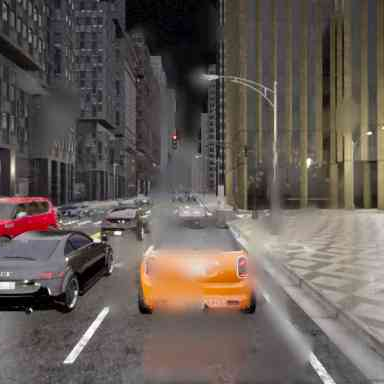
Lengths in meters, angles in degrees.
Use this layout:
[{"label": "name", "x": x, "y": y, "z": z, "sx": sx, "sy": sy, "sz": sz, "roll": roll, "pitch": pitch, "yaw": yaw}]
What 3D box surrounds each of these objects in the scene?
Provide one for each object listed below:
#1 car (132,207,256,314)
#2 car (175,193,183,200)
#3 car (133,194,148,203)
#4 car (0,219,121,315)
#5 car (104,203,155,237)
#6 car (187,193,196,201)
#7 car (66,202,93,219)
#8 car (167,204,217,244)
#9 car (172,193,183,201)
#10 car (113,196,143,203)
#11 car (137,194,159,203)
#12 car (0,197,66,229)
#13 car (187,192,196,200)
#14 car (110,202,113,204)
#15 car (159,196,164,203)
[{"label": "car", "x": 0.096, "y": 1.350, "z": 7.764, "sx": 2.097, "sy": 1.767, "sz": 4.553, "roll": 0, "pitch": 0, "yaw": 0}, {"label": "car", "x": -3.338, "y": 1.126, "z": 84.315, "sx": 1.837, "sy": 1.490, "sz": 4.892, "roll": 0, "pitch": 0, "yaw": 0}, {"label": "car", "x": -9.866, "y": 1.217, "z": 63.605, "sx": 2.097, "sy": 1.767, "sz": 4.553, "roll": 0, "pitch": 0, "yaw": 0}, {"label": "car", "x": -3.164, "y": 1.562, "z": 7.667, "sx": 1.994, "sy": 1.385, "sz": 4.181, "roll": 0, "pitch": 0, "yaw": 0}, {"label": "car", "x": -3.165, "y": 1.494, "z": 16.563, "sx": 1.837, "sy": 1.490, "sz": 4.892, "roll": 0, "pitch": 0, "yaw": 0}, {"label": "car", "x": -0.077, "y": 1.345, "z": 74.313, "sx": 1.812, "sy": 1.442, "sz": 4.674, "roll": 0, "pitch": 0, "yaw": 0}, {"label": "car", "x": -9.878, "y": 1.535, "z": 28.099, "sx": 1.994, "sy": 1.385, "sz": 4.181, "roll": 0, "pitch": 0, "yaw": 0}, {"label": "car", "x": 0.015, "y": 1.480, "z": 16.770, "sx": 2.128, "sy": 1.511, "sz": 4.902, "roll": 0, "pitch": 0, "yaw": 1}, {"label": "car", "x": -3.327, "y": 1.176, "z": 74.279, "sx": 2.097, "sy": 1.767, "sz": 4.553, "roll": 0, "pitch": 0, "yaw": 0}, {"label": "car", "x": -6.640, "y": 1.482, "z": 34.963, "sx": 1.812, "sy": 1.442, "sz": 4.674, "roll": 0, "pitch": 0, "yaw": 0}, {"label": "car", "x": -6.649, "y": 1.462, "z": 49.582, "sx": 2.033, "sy": 1.411, "sz": 5.357, "roll": 0, "pitch": 0, "yaw": 0}, {"label": "car", "x": -6.612, "y": 1.218, "z": 11.605, "sx": 2.150, "sy": 2.045, "sz": 5.566, "roll": 0, "pitch": 0, "yaw": 0}, {"label": "car", "x": -0.088, "y": 0.982, "z": 84.287, "sx": 2.097, "sy": 1.767, "sz": 4.553, "roll": 0, "pitch": 0, "yaw": 0}, {"label": "car", "x": -9.896, "y": 1.528, "z": 45.631, "sx": 1.895, "sy": 1.301, "sz": 4.718, "roll": 0, "pitch": 0, "yaw": 0}, {"label": "car", "x": -6.593, "y": 1.405, "z": 65.847, "sx": 2.033, "sy": 1.411, "sz": 5.357, "roll": 0, "pitch": 0, "yaw": 0}]
